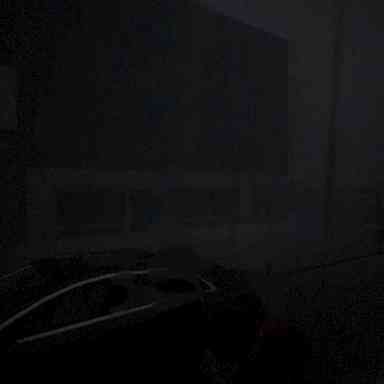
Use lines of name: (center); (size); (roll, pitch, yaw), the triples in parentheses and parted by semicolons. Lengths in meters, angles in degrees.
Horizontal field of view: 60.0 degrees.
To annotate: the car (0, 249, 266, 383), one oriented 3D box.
car: (-1.329, 1.486, 3.656); (4.902, 1.511, 2.128); (0, 0, -35)
